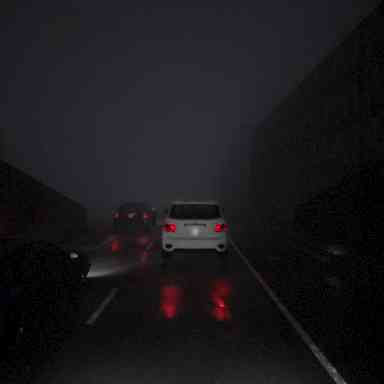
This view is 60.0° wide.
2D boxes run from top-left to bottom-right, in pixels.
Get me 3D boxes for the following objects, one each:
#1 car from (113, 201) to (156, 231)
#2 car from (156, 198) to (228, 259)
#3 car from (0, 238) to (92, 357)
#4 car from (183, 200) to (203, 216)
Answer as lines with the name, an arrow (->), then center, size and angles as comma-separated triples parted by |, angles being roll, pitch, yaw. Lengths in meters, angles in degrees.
car -> -3.402, 1.362, 20.585 | 2.097, 1.767, 4.553 | 0, 0, 0
car -> 0.099, 1.229, 12.652 | 2.150, 2.045, 5.566 | 0, 0, 0
car -> -3.388, 1.550, 5.945 | 2.033, 1.411, 5.357 | 0, 0, -1
car -> 0.096, 1.541, 33.213 | 1.812, 1.442, 4.674 | 0, 0, 0
